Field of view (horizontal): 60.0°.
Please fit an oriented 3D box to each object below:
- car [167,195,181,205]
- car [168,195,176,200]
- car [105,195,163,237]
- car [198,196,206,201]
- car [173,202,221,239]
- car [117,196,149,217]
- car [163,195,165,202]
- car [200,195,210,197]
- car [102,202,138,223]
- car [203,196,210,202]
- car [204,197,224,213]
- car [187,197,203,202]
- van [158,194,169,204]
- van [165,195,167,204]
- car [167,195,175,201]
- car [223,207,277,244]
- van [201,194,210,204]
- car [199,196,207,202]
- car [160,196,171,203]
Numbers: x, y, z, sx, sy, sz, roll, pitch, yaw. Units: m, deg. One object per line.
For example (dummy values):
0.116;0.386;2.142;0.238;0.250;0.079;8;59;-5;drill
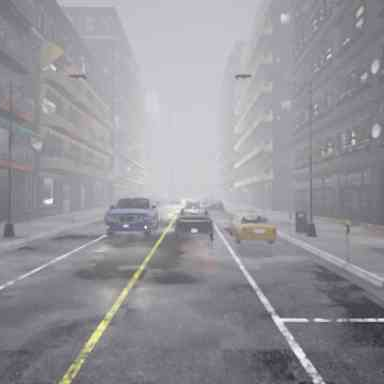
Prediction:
-3.009;1.608;59.792;2.033;1.411;5.357;0;0;1;car
-5.619;1.674;94.989;1.947;1.339;4.313;1;0;0;car
-3.095;1.237;18.350;2.150;2.045;5.566;0;0;0;car
2.727;1.666;89.363;1.947;1.339;4.313;1;0;0;car
0.105;1.507;17.271;2.128;1.511;4.902;0;0;0;car
-5.662;1.346;32.459;2.192;1.841;5.009;1;0;0;car
-5.658;1.364;49.512;2.192;1.841;5.009;1;0;0;car
2.721;1.495;55.254;1.967;1.590;4.097;1;0;0;car
-5.669;1.590;26.774;1.947;1.339;4.313;1;0;0;car
2.716;1.568;44.055;1.752;1.417;4.829;1;0;0;car
2.714;1.602;38.201;1.947;1.339;4.313;1;0;0;car
0.112;1.644;44.266;1.895;1.301;4.718;0;0;0;car
-5.660;1.410;66.567;1.690;1.788;3.998;1;0;0;van
-5.657;1.397;55.196;1.690;1.788;3.998;1;0;0;van
-5.618;1.540;89.305;1.967;1.590;4.097;1;0;0;car
2.709;1.539;15.632;1.752;1.417;4.829;1;0;0;car
2.725;1.410;66.625;1.690;1.788;3.998;1;0;0;van
2.725;1.674;83.678;1.802;1.307;4.206;1;0;0;car
-5.647;1.627;72.251;2.008;1.369;4.403;1;0;0;car
